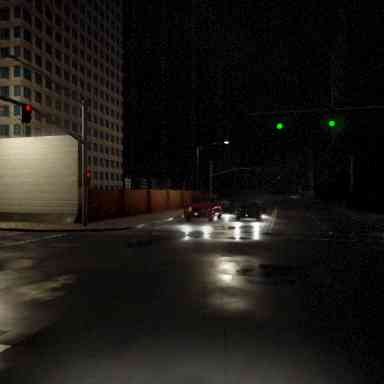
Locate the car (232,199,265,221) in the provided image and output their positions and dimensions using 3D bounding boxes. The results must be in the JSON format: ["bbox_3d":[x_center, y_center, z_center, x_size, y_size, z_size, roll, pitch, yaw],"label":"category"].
[{"bbox_3d":[4.886,1.576,28.167,1.837,1.490,4.892,0,0,15],"label":"car"}]

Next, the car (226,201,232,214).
[{"bbox_3d":[3.523,1.642,36.480,1.994,1.385,4.181,0,0,15],"label":"car"}]

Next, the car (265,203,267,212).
[{"bbox_3d":[7.365,1.577,37.233,2.128,1.511,4.902,0,0,15],"label":"car"}]

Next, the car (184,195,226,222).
[{"bbox_3d":[1.057,1.285,27.436,2.150,2.045,5.566,0,0,16],"label":"car"}]
